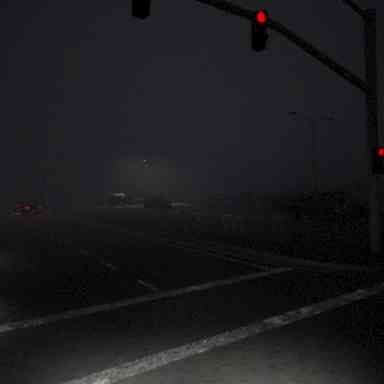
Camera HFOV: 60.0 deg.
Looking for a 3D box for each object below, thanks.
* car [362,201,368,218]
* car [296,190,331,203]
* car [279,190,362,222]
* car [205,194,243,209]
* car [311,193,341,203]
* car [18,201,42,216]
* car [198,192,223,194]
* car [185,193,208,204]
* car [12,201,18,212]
[{"bbox_3d":[10.944,0.878,23.888,1.905,1.878,3.866,-1,0,-33],"label":"car"},{"bbox_3d":[17.982,0.688,49.245,1.932,1.855,4.605,-1,0,-33],"label":"car"},{"bbox_3d":[8.478,0.935,22.373,1.932,1.855,4.605,-1,0,-33],"label":"car"},{"bbox_3d":[3.810,1.272,40.057,1.970,1.475,3.806,-1,0,-33],"label":"car"},{"bbox_3d":[20.460,0.839,50.753,1.784,1.438,3.905,-1,0,-33],"label":"car"},{"bbox_3d":[-18.833,1.938,38.898,1.812,1.442,4.674,-1,0,-32],"label":"car"},{"bbox_3d":[2.962,1.247,57.446,1.784,1.438,3.905,-1,0,-33],"label":"car"},{"bbox_3d":[0.525,1.337,55.886,1.970,1.475,3.806,-1,0,-33],"label":"car"},{"bbox_3d":[-24.329,2.040,47.327,1.837,1.490,4.892,-1,0,-33],"label":"car"}]
